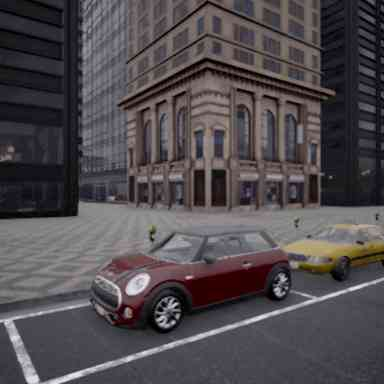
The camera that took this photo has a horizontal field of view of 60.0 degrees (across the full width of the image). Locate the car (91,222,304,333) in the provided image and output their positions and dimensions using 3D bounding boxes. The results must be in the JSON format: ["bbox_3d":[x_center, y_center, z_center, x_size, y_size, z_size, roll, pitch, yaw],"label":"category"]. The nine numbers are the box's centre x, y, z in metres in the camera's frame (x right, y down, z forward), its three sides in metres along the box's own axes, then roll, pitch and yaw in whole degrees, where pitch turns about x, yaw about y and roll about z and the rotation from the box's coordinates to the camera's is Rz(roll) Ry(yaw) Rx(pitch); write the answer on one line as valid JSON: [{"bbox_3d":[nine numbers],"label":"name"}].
[{"bbox_3d":[0.098,1.449,6.721,4.097,1.590,1.967,0,0,-35],"label":"car"}]

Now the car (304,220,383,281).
[{"bbox_3d":[4.552,1.547,9.898,4.829,1.417,1.752,0,0,-35],"label":"car"}]
